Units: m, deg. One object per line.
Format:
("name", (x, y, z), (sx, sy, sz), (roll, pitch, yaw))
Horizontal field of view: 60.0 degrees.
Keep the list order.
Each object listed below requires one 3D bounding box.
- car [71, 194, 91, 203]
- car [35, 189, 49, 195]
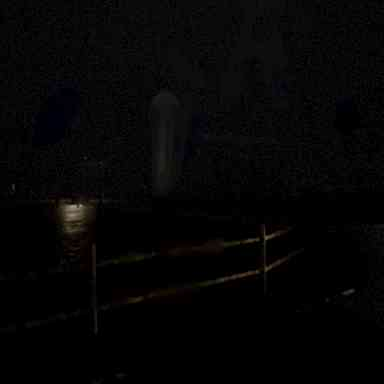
("car", (-17.059, 0.993, 51.016), (1.895, 1.301, 4.718), (0, 1, -36))
("car", (-38.042, 0.089, 85.167), (1.882, 1.535, 5.008), (0, 1, -36))
